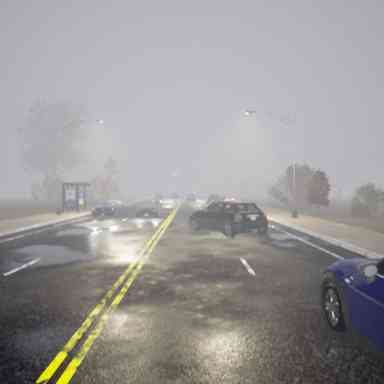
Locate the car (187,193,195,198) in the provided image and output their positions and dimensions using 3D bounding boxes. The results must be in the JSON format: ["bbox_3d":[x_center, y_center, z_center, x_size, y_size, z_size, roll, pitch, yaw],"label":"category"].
[{"bbox_3d":[-0.302,0.818,79.081,1.895,1.301,4.718,0,1,0],"label":"car"}]

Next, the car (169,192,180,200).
[{"bbox_3d":[-3.511,0.830,68.483,1.837,1.490,4.892,0,1,0],"label":"car"}]

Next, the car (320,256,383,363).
[{"bbox_3d":[3.247,1.318,3.879,2.097,1.767,4.553,0,0,0],"label":"car"}]

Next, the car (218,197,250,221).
[{"bbox_3d":[3.174,1.223,26.115,1.801,1.575,5.366,0,1,0],"label":"car"}]

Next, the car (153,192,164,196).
[{"bbox_3d":[-6.759,0.838,68.055,1.837,1.490,4.892,0,1,0],"label":"car"}]

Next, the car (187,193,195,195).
[{"bbox_3d":[-0.200,1.010,57.810,2.033,1.411,5.357,0,1,0],"label":"car"}]

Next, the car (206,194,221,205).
[{"bbox_3d":[3.081,1.064,47.925,1.837,1.490,4.892,0,1,0],"label":"car"}]

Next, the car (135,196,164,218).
[{"bbox_3d":[-3.430,1.301,27.594,2.033,1.411,5.357,0,1,0],"label":"car"}]

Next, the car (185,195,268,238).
[{"bbox_3d":[1.693,1.203,16.959,2.097,1.767,4.553,0,1,-31],"label":"car"}]

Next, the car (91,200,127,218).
[{"bbox_3d":[-6.679,1.359,27.128,1.895,1.301,4.718,0,1,0],"label":"car"}]
